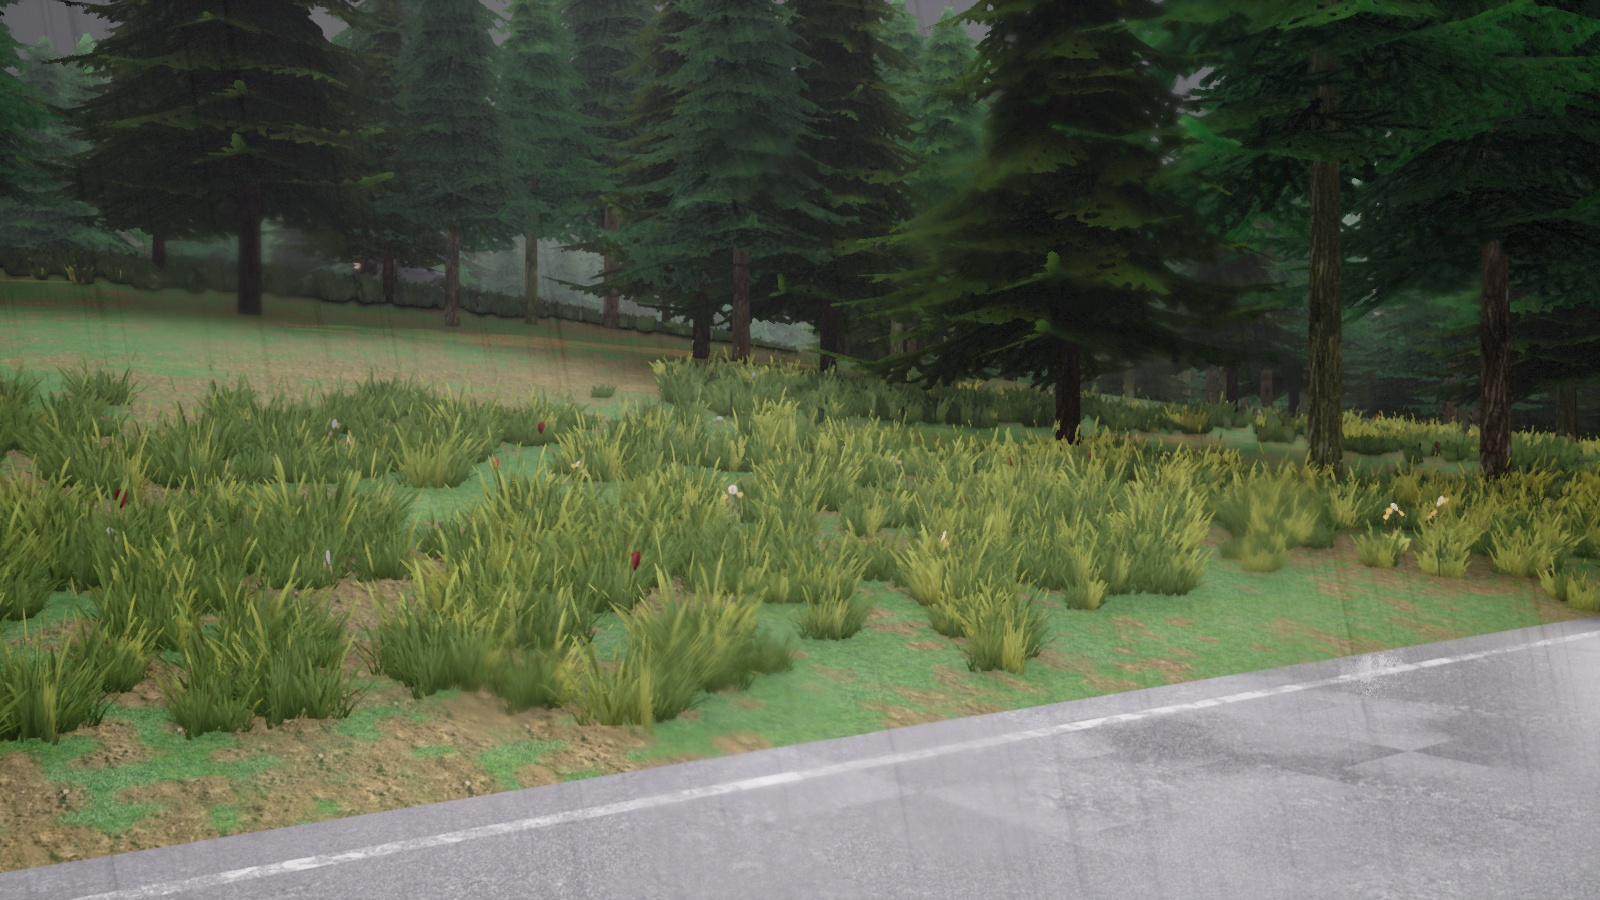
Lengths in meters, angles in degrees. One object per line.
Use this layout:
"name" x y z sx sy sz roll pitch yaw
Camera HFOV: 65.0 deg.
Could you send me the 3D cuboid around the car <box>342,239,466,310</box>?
"car" -14.601 -6.423 46.375 1.905 1.878 3.866 0 -2 44
